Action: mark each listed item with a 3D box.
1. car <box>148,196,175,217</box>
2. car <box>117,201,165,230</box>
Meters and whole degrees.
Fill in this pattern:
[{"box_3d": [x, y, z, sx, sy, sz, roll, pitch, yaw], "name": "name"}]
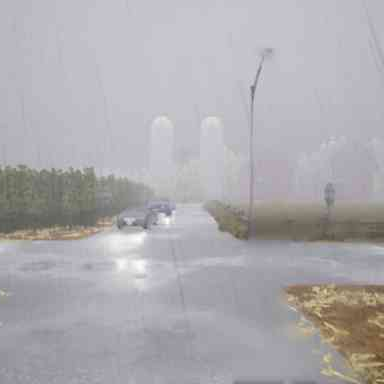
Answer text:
[{"box_3d": [-3.226, 1.393, 34.264, 2.150, 2.045, 5.566, 0, -1, 0], "name": "car"}, {"box_3d": [-3.410, 1.544, 21.639, 2.128, 1.511, 4.902, 0, -1, 5], "name": "car"}]
